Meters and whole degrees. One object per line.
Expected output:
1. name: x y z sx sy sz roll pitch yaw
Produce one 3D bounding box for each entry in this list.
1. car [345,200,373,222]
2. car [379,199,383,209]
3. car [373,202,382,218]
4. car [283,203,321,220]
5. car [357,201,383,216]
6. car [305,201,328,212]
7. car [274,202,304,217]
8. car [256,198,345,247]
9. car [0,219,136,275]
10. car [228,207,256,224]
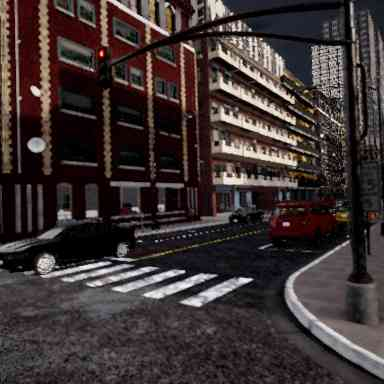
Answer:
1. car: 11.722 1.593 24.398 1.752 1.417 4.829 -3 -2 36
2. car: 27.773 1.621 46.816 1.887 1.381 4.507 -3 -2 36
3. car: 14.854 1.613 28.772 1.887 1.381 4.507 -3 -2 36
4. car: 11.110 1.864 33.310 2.033 1.411 5.357 -3 -2 36
5. car: 18.084 1.621 33.283 2.008 1.369 4.403 -3 -2 36
6. car: 17.736 2.000 47.179 1.947 1.339 4.313 -3 -2 36
7. car: 11.176 1.957 38.020 1.752 1.417 4.829 -3 -2 36
8. car: 5.155 1.380 15.242 2.192 1.841 5.009 -3 -2 36
9. car: -4.224 1.806 11.893 1.882 1.535 5.008 -3 -2 36
10. car: 4.817 1.995 29.133 1.947 1.339 4.313 -3 -2 36
